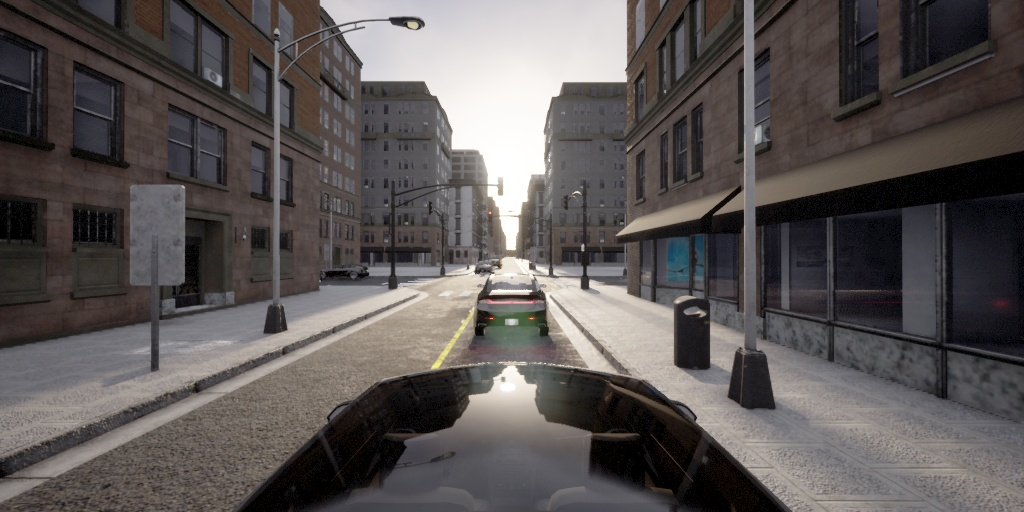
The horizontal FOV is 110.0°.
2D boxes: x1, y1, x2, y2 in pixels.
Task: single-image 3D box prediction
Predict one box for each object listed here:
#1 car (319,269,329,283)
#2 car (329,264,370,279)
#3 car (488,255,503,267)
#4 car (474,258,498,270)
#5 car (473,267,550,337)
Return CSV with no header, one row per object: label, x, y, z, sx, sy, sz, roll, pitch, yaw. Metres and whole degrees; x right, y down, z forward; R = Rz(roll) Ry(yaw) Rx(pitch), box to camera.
car,-14.783,1.288,23.466,4.313,1.339,1.948,0,0,0
car,-14.782,1.328,31.493,4.313,1.339,1.948,0,0,0
car,-2.869,0.926,56.212,2.150,2.045,5.566,0,0,1
car,-2.942,1.233,39.077,1.837,1.490,4.892,0,0,2
car,-0.005,1.241,10.330,2.128,1.511,4.902,0,0,0
